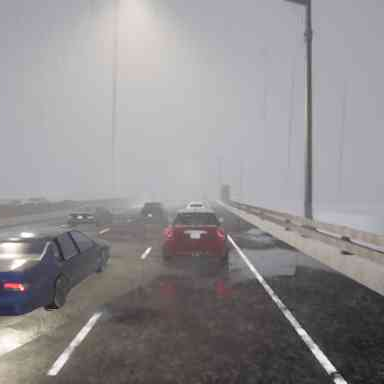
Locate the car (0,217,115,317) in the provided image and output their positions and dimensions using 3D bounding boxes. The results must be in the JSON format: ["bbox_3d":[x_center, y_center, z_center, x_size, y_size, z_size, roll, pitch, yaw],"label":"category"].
[{"bbox_3d":[-3.404,1.556,7.771,2.033,1.411,5.357,0,0,1],"label":"car"}]

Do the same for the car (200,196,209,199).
[{"bbox_3d":[2.570,1.587,66.378,1.801,1.575,5.366,0,0,2],"label":"car"}]

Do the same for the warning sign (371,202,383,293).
[{"bbox_3d":[4.554,1.124,6.664,1.300,1.860,1.060,-1,-1,0],"label":"warning sign"}]

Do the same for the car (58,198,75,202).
[{"bbox_3d":[-16.949,1.603,44.901,1.812,1.442,4.674,0,0,2],"label":"car"}]

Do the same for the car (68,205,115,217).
[{"bbox_3d":[-6.759,1.579,22.722,2.033,1.411,5.357,0,0,1],"label":"car"}]

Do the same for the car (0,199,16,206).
[{"bbox_3d":[-23.960,1.641,44.462,1.994,1.385,4.181,0,0,2],"label":"car"}]

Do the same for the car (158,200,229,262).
[{"bbox_3d":[0.145,1.368,12.339,2.097,1.767,4.553,0,0,1],"label":"car"}]

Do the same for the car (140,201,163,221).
[{"bbox_3d":[-3.151,1.546,27.977,1.837,1.490,4.892,0,0,1],"label":"car"}]

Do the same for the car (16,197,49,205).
[{"bbox_3d":[-20.485,1.428,43.600,2.097,1.767,4.553,0,0,2],"label":"car"}]
